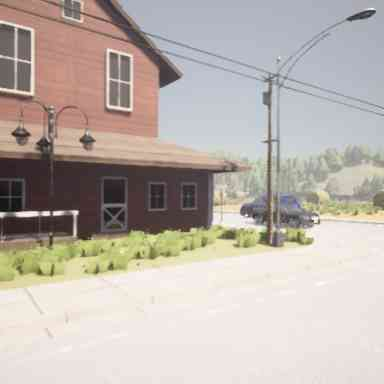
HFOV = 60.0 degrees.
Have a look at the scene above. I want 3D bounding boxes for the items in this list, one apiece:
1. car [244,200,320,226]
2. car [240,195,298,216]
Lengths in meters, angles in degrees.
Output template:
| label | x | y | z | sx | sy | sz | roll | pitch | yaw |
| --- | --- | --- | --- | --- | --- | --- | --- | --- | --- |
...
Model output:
| label | x | y | z | sx | sy | sz | roll | pitch | yaw |
| --- | --- | --- | --- | --- | --- | --- | --- | --- | --- |
| car | 6.169 | 1.529 | 22.325 | 2.128 | 1.511 | 4.902 | 0 | 0 | -36 |
| car | 6.565 | 1.269 | 28.196 | 2.150 | 2.045 | 5.566 | 0 | 0 | -37 |
